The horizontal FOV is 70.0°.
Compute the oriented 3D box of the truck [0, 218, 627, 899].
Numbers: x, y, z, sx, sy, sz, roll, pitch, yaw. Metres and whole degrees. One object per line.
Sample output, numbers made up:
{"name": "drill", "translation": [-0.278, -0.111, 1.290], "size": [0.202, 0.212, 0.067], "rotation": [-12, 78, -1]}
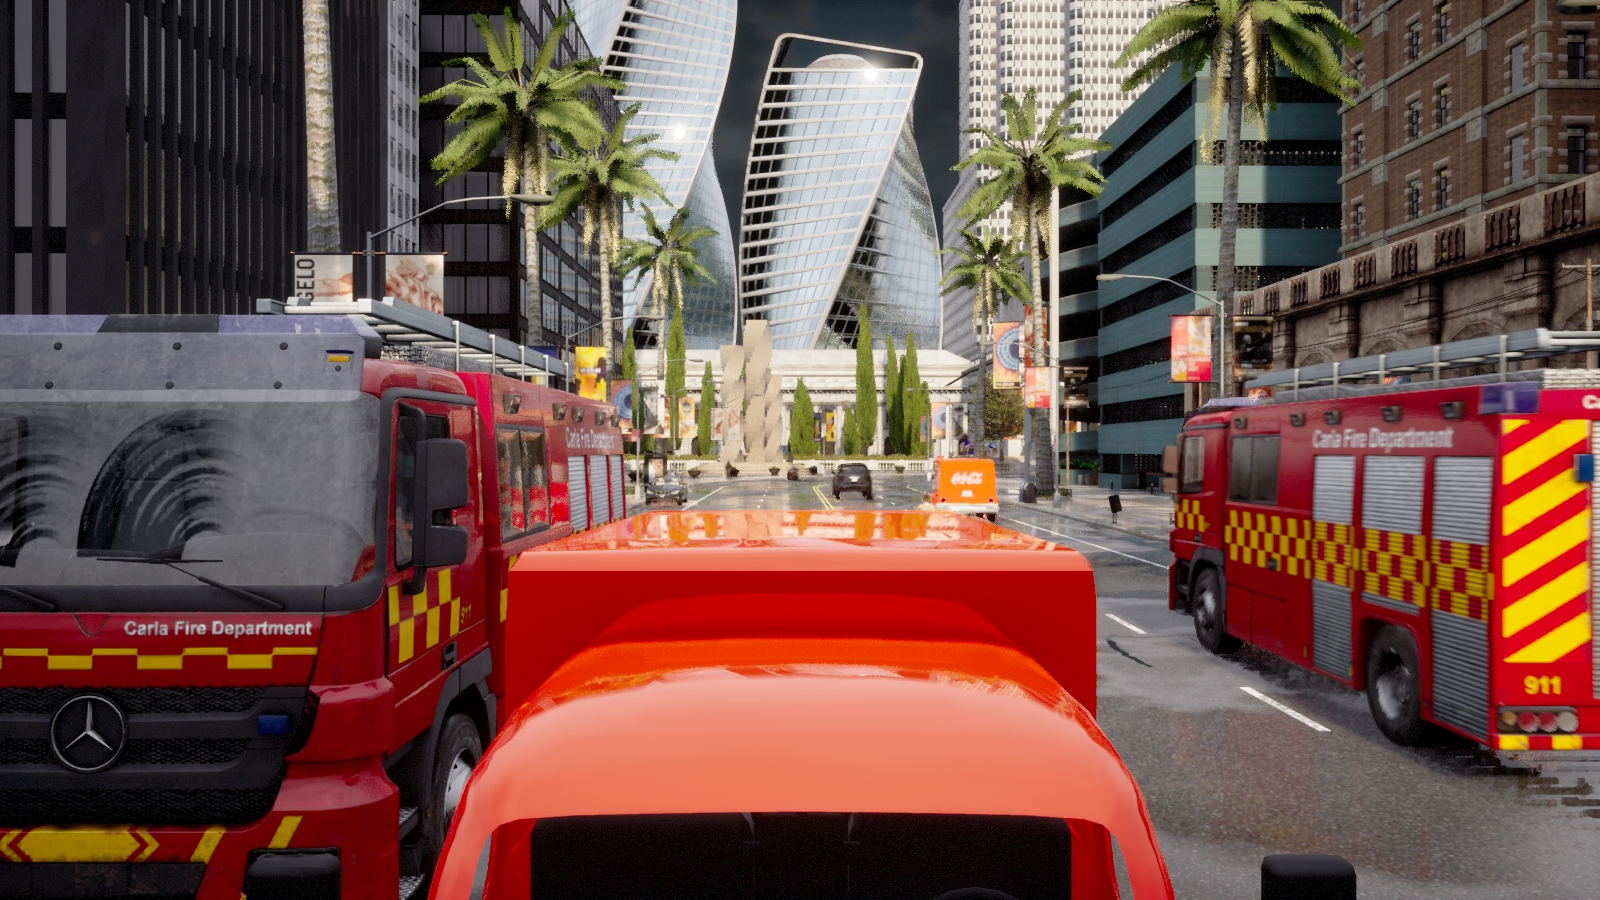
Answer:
{"name": "truck", "translation": [-3.491, 0.895, 9.272], "size": [2.891, 3.827, 8.468], "rotation": [0, 0, 0]}

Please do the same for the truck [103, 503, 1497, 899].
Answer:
{"name": "truck", "translation": [-0.001, 1.571, 4.755], "size": [2.627, 2.467, 5.204], "rotation": [0, 0, 0]}

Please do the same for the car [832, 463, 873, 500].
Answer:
{"name": "car", "translation": [3.072, 1.804, 67.862], "size": [2.150, 2.045, 5.566], "rotation": [0, 0, -1]}

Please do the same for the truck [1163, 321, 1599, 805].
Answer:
{"name": "truck", "translation": [7.002, 0.896, 13.277], "size": [2.891, 3.827, 8.468], "rotation": [0, 0, 0]}

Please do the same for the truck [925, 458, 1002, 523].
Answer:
{"name": "truck", "translation": [6.586, 1.585, 46.664], "size": [2.627, 2.467, 5.204], "rotation": [0, 0, 3]}
